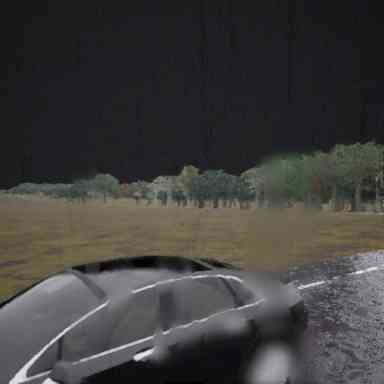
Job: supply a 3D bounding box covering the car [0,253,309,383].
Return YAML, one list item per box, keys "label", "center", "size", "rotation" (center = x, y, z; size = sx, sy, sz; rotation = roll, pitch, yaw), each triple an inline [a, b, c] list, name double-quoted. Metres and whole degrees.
- label: "car"
  center: [-0.817, 1.507, 3.407]
  size: [4.892, 1.490, 1.837]
  rotation: [0, 0, -36]
